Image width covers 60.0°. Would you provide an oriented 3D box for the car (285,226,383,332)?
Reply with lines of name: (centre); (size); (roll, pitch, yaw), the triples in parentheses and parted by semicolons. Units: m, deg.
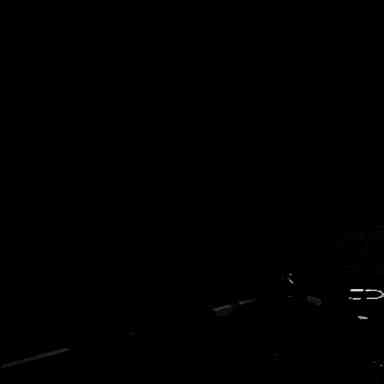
car: (4.014, 1.474, 6.857); (5.008, 1.535, 1.882); (0, 0, -36)
